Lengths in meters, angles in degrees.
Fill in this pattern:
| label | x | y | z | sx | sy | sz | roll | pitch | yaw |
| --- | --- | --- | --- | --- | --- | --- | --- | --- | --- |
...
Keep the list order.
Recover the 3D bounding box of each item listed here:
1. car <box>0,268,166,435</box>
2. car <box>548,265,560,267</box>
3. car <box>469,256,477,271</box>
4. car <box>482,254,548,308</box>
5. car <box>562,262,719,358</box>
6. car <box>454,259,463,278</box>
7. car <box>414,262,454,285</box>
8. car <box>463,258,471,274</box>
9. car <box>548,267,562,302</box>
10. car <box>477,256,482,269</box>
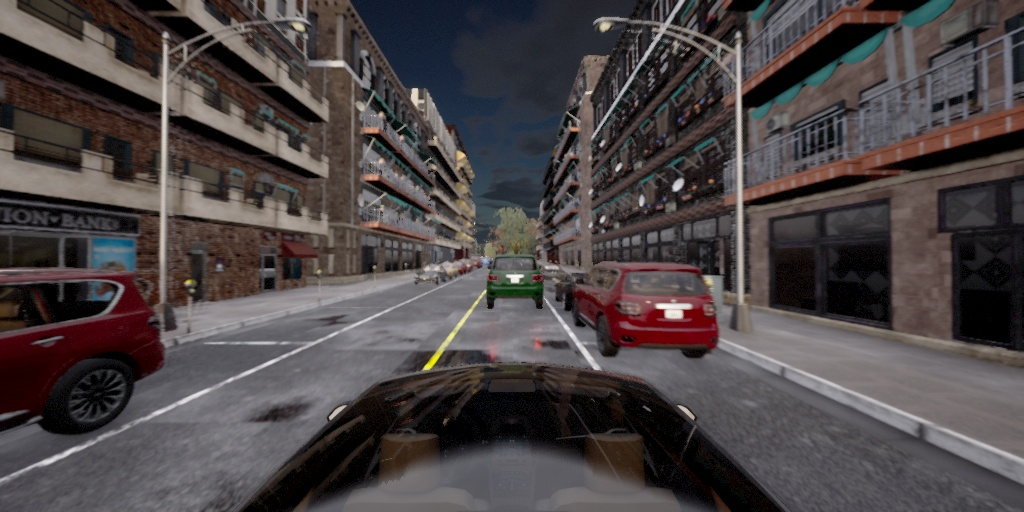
| label | x | y | z | sx | sy | sz | roll | pitch | yaw |
| --- | --- | --- | --- | --- | --- | --- | --- | --- | --- |
| car | -5.689 | 1.063 | 2.771 | 2.192 | 1.841 | 5.009 | 0 | 0 | 0 |
| car | 2.704 | 1.247 | 25.374 | 2.007 | 1.370 | 4.403 | 0 | 0 | 0 |
| car | -5.668 | 1.101 | 42.403 | 1.967 | 1.591 | 4.097 | 0 | 0 | 0 |
| car | 0.106 | 0.941 | 15.254 | 2.150 | 2.045 | 5.566 | 0 | 0 | 0 |
| car | 2.695 | 1.049 | 8.388 | 2.192 | 1.841 | 5.009 | 0 | 0 | 0 |
| car | -5.675 | 1.210 | 30.910 | 1.751 | 1.417 | 4.829 | 0 | 0 | 0 |
| car | -5.677 | 1.247 | 25.417 | 2.007 | 1.370 | 4.403 | 0 | 0 | 0 |
| car | -5.671 | 1.218 | 36.740 | 1.888 | 1.381 | 4.507 | 0 | 0 | 0 |
| car | 2.698 | 1.287 | 14.050 | 1.948 | 1.339 | 4.313 | 0 | 0 | 0 |
| car | -5.662 | 0.953 | 53.726 | 2.192 | 1.841 | 5.009 | 0 | 0 | 0 |
